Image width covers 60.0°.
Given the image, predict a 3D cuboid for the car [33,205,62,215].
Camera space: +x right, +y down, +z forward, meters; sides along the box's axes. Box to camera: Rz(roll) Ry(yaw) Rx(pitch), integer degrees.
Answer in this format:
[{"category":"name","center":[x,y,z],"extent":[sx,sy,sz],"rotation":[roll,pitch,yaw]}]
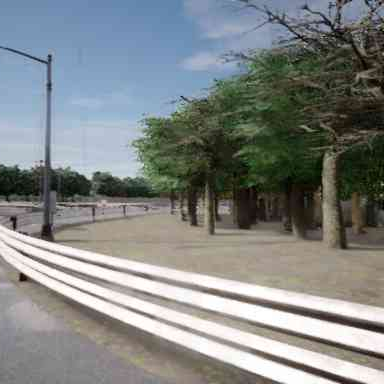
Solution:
[{"category":"car","center":[-21.875,2.699,50.687],"extent":[1.837,1.490,4.892],"rotation":[0,-2,20]}]

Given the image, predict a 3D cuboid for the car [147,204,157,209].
[{"category":"car","center":[-9.654,3.773,82.124],"extent":[2.033,1.411,5.357],"rotation":[0,-2,22]}]
